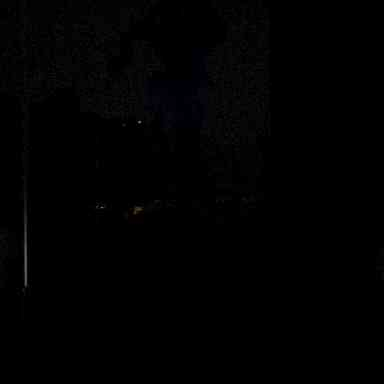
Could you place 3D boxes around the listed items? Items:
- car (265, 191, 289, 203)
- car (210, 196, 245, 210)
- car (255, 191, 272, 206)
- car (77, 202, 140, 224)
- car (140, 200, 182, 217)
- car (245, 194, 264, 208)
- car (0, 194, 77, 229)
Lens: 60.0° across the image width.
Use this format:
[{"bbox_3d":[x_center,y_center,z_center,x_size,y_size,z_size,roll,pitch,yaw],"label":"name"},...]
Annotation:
[{"bbox_3d":[14.557,0.824,56.689,2.150,2.045,5.566,-1,0,35],"label":"car"},{"bbox_3d":[3.722,1.150,36.809,1.967,1.590,4.097,-1,0,35],"label":"car"},{"bbox_3d":[10.239,0.949,46.098,2.192,1.841,5.009,-1,0,35],"label":"car"},{"bbox_3d":[-6.055,1.389,22.874,2.008,1.369,4.403,0,0,35],"label":"car"},{"bbox_3d":[-2.698,1.317,27.658,1.752,1.417,4.829,0,0,35],"label":"car"},{"bbox_3d":[6.982,1.253,41.454,1.802,1.307,4.206,-1,0,35],"label":"car"},{"bbox_3d":[-10.532,1.129,21.104,2.150,2.045,5.566,-1,0,35],"label":"car"}]
